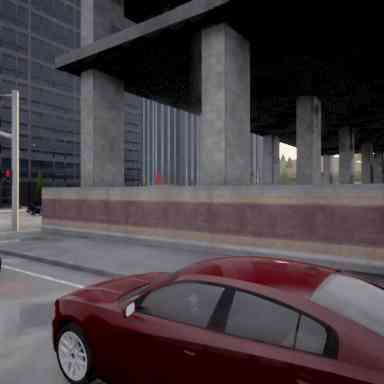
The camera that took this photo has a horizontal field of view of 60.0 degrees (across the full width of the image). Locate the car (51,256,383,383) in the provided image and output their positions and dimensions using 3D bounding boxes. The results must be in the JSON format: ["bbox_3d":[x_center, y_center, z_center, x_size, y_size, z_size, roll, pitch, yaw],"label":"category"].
[{"bbox_3d":[0.460,1.478,3.662,5.008,1.535,1.882,0,0,35],"label":"car"}]

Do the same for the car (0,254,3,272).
[{"bbox_3d":[-6.887,1.564,8.850,4.181,1.385,1.994,0,0,36],"label":"car"}]

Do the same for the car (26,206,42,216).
[{"bbox_3d":[-14.083,1.656,33.517,1.895,1.301,4.718,0,0,36],"label":"car"}]
